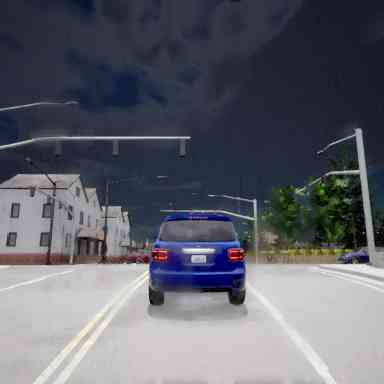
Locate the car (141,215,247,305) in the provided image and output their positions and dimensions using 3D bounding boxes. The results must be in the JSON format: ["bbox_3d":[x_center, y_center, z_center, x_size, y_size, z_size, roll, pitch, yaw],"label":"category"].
[{"bbox_3d":[0.077,1.762,9.314,2.150,2.045,5.566,0,-7,-1],"label":"car"}]

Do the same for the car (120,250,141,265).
[{"bbox_3d":[-3.866,5.856,29.495,4.718,1.301,1.895,9,-15,-36],"label":"car"}]

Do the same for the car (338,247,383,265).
[{"bbox_3d":[15.421,5.661,29.619,4.553,1.767,2.097,0,-12,1],"label":"car"}]
